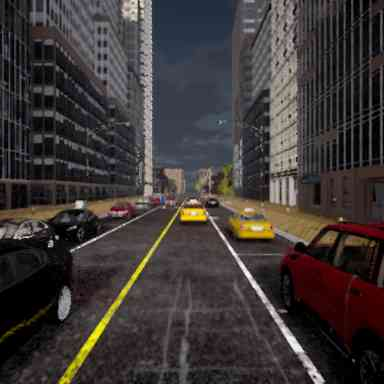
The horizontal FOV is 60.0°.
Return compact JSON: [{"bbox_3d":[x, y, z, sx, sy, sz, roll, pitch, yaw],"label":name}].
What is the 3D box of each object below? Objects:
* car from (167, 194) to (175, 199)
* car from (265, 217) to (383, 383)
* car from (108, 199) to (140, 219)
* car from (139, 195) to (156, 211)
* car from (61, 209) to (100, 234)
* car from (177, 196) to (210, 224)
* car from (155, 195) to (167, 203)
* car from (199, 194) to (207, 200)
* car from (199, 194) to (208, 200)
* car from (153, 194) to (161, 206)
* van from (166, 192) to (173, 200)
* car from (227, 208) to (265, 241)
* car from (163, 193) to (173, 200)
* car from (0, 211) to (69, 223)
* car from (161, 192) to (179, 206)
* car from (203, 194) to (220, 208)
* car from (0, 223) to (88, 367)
[{"bbox_3d":[-5.681,1.167,89.924,1.947,1.339,4.313,0,0,0],"label":"car"},{"bbox_3d":[2.695,1.297,4.528,2.192,1.841,5.009,0,0,0],"label":"car"},{"bbox_3d":[-5.685,1.472,27.309,1.802,1.307,4.206,0,0,0],"label":"car"},{"bbox_3d":[-5.685,1.392,38.694,2.008,1.369,4.403,0,0,0],"label":"car"},{"bbox_3d":[-5.686,1.504,15.926,1.947,1.339,4.313,0,0,0],"label":"car"},{"bbox_3d":[0.101,1.361,24.019,1.801,1.575,5.366,0,0,0],"label":"car"},{"bbox_3d":[-5.683,1.320,61.464,1.802,1.307,4.206,0,0,0],"label":"car"},{"bbox_3d":[2.699,1.153,84.386,1.752,1.417,4.829,0,0,0],"label":"car"},{"bbox_3d":[2.699,1.238,78.524,1.802,1.307,4.206,0,0,0],"label":"car"},{"bbox_3d":[-5.684,1.335,50.079,1.887,1.381,4.507,0,0,0],"label":"car"},{"bbox_3d":[-5.680,0.970,84.231,1.690,1.788,3.998,0,0,0],"label":"van"},{"bbox_3d":[2.695,1.462,16.082,1.752,1.417,4.829,0,0,0],"label":"car"},{"bbox_3d":[-5.681,1.097,78.538,1.967,1.590,4.097,0,0,0],"label":"car"},{"bbox_3d":[-5.686,1.512,10.233,2.008,1.369,4.403,0,0,0],"label":"car"},{"bbox_3d":[-2.997,1.188,48.969,2.097,1.767,4.553,0,0,0],"label":"car"},{"bbox_3d":[2.697,1.381,44.374,1.947,1.339,4.313,0,0,0],"label":"car"},{"bbox_3d":[-3.100,1.461,4.210,1.882,1.535,5.008,0,0,0],"label":"car"}]
